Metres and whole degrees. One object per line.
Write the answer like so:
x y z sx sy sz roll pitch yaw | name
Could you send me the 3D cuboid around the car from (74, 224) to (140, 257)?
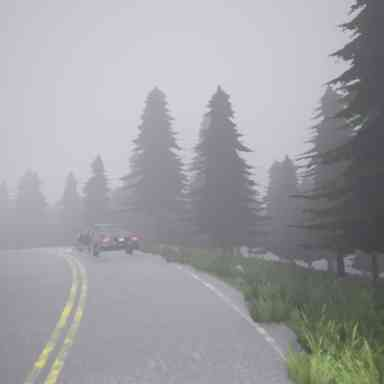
-4.235 2.227 15.945 2.033 1.411 5.357 2 -6 -31 | car
